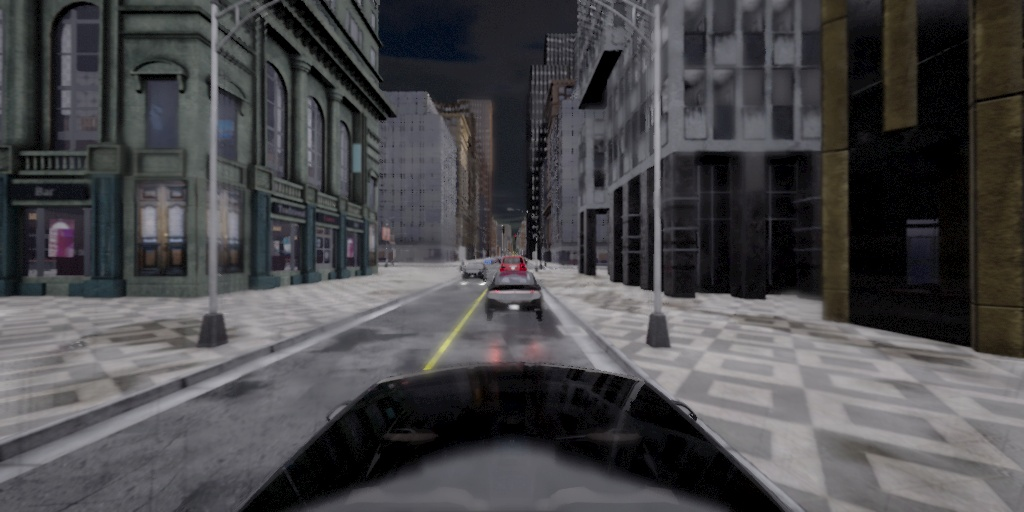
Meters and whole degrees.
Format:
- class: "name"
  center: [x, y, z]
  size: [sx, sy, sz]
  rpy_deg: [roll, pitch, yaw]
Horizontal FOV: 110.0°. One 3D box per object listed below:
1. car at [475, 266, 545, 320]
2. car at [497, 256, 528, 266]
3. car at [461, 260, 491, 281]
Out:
- class: "car"
  center: [0.082, 1.272, 12.774]
  size: [2.128, 1.511, 4.902]
  rpy_deg: [0, 0, 0]
- class: "car"
  center: [0.089, 1.038, 30.160]
  size: [2.150, 2.045, 5.566]
  rpy_deg: [0, 0, 0]
- class: "car"
  center: [-3.100, 1.322, 30.542]
  size: [1.837, 1.490, 4.892]
  rpy_deg: [0, 0, 0]
